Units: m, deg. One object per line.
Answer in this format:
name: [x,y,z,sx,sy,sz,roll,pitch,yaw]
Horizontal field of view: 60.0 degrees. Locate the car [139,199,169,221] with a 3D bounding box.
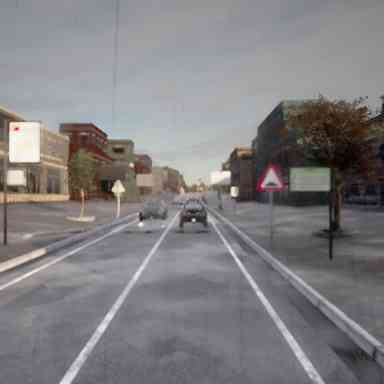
car: [-3.080,1.391,27.486,2.097,1.767,4.553,0,0,0]

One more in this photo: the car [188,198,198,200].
car: [0.125,1.564,41.918,2.033,1.649,4.856,0,-1,0]

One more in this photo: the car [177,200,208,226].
car: [0.109,1.543,23.750,1.837,1.490,4.892,0,0,0]

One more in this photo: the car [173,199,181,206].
car: [-2.961,2.076,68.215,1.812,1.442,4.674,0,-1,0]
